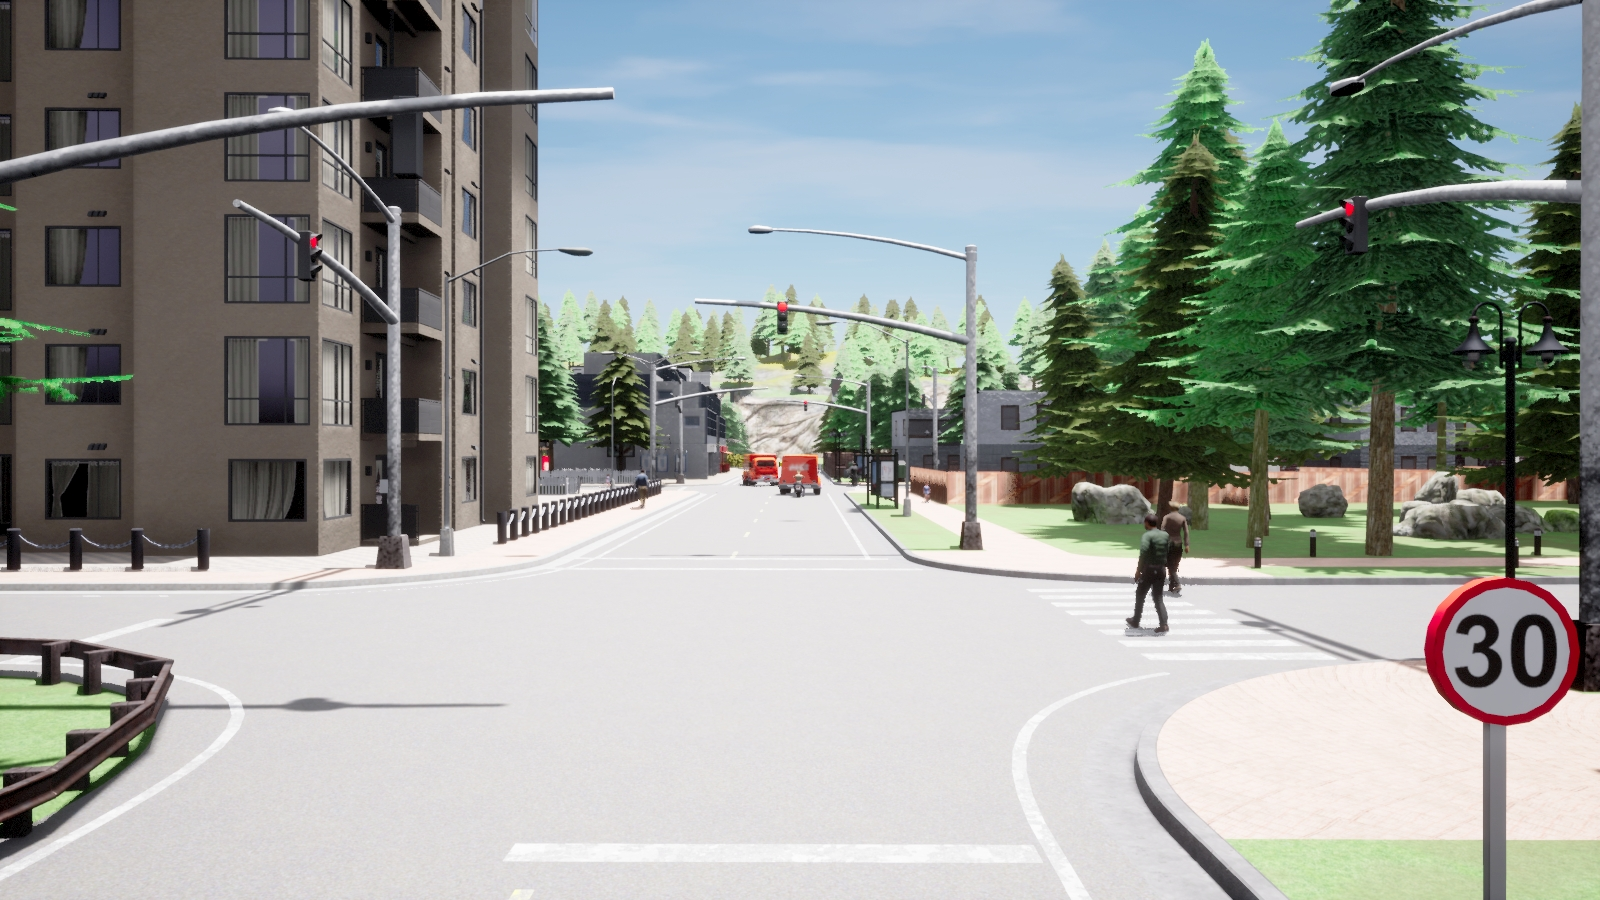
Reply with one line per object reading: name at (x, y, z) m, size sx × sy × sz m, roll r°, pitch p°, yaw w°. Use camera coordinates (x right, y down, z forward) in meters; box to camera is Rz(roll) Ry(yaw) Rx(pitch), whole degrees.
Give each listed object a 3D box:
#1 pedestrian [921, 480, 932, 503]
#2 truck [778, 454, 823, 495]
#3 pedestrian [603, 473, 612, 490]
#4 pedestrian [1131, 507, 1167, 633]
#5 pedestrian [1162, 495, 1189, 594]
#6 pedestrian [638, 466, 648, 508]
pedestrian at (6.176, 2.025, 55.715) m, size 0.500 × 1.100 × 0.500 m, roll 0°, pitch 0°, yaw 0°
truck at (0.071, 1.506, 71.518) m, size 2.627 × 2.467 × 5.204 m, roll 0°, pitch 0°, yaw 3°
pedestrian at (-12.542, 2.028, 74.387) m, size 0.500 × 1.100 × 0.500 m, roll 0°, pitch 0°, yaw 0°
pedestrian at (5.301, 1.807, 17.356) m, size 0.375 × 1.860 × 0.375 m, roll 0°, pitch 0°, yaw -20°
pedestrian at (7.165, 1.802, 21.806) m, size 0.375 × 1.860 × 0.375 m, roll 0°, pitch 0°, yaw -3°
pedestrian at (-6.990, 1.646, 50.758) m, size 0.375 × 1.860 × 0.375 m, roll 0°, pitch 0°, yaw 1°
